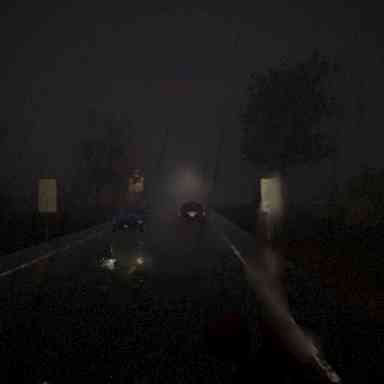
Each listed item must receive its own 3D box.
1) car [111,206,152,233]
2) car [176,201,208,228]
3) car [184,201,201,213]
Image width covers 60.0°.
[{"bbox_3d":[-3.623,1.617,20.694,1.882,1.535,5.008,0,0,0],"label":"car"},{"bbox_3d":[0.023,1.512,23.489,2.097,1.767,4.553,0,-1,0],"label":"car"},{"bbox_3d":[0.019,1.871,42.333,2.033,1.411,5.357,0,-1,0],"label":"car"}]
